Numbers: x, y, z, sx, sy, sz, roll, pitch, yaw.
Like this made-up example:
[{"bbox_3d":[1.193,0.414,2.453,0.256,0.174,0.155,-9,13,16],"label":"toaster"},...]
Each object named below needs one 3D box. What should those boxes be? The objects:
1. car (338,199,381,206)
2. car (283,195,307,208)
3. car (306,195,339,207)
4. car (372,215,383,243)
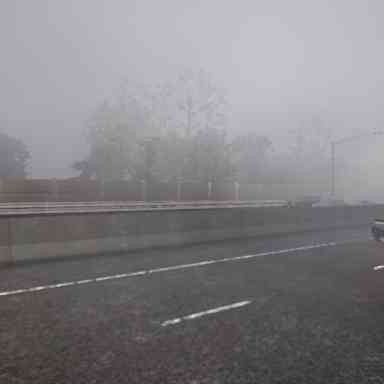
[{"bbox_3d":[17.364,1.604,33.574,4.902,1.511,2.128,0,0,-35],"label":"car"},{"bbox_3d":[13.221,1.334,39.219,5.566,2.045,2.150,0,0,-35],"label":"car"},{"bbox_3d":[14.998,1.463,36.184,4.553,1.767,2.097,0,0,-35],"label":"car"},{"bbox_3d":[10.188,1.549,15.320,4.902,1.511,2.128,0,0,-35],"label":"car"}]
